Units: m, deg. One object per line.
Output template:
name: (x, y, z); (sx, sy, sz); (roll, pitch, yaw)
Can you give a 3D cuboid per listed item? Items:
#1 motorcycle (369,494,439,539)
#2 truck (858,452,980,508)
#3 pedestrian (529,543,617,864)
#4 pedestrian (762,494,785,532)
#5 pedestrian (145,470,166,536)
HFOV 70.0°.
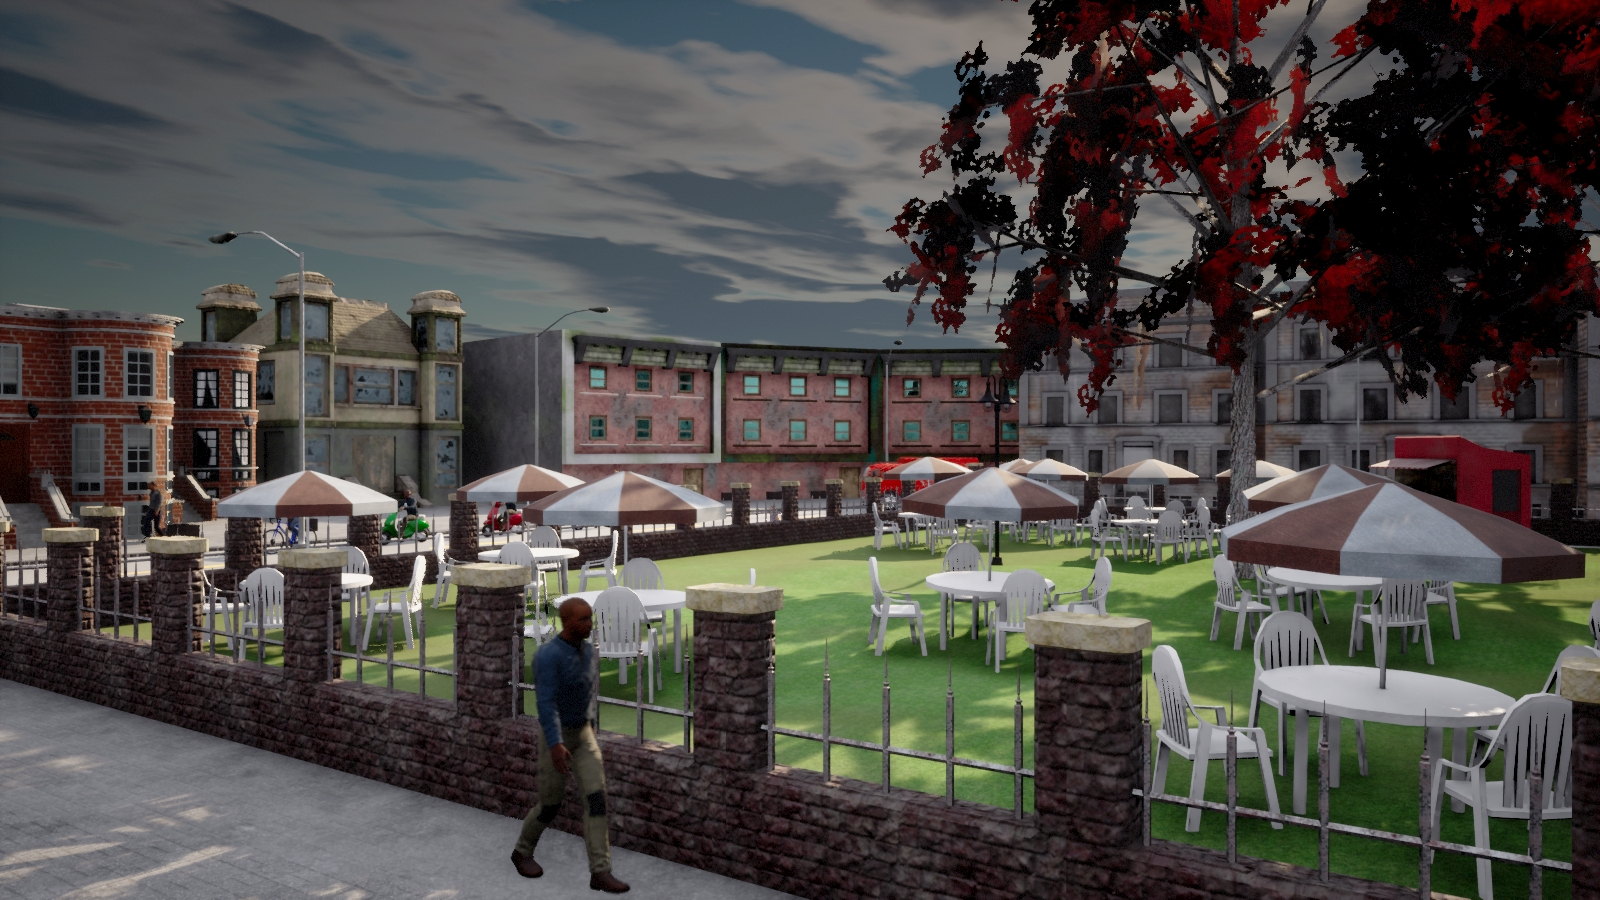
motorcycle: (-11.759, 1.950, 33.969); (0.856, 1.236, 1.805); (0, 0, 35)
truck: (5.406, 1.338, 52.374); (5.204, 2.467, 2.627); (0, -1, -4)
pedestrian: (-1.394, 1.522, 7.025); (0.375, 1.860, 0.375); (0, 0, 35)
pedestrian: (-0.800, 1.895, 34.359); (0.500, 1.100, 0.500); (0, 0, 33)
pedestrian: (-18.515, 1.512, 32.841); (0.375, 1.860, 0.375); (0, 0, 27)
